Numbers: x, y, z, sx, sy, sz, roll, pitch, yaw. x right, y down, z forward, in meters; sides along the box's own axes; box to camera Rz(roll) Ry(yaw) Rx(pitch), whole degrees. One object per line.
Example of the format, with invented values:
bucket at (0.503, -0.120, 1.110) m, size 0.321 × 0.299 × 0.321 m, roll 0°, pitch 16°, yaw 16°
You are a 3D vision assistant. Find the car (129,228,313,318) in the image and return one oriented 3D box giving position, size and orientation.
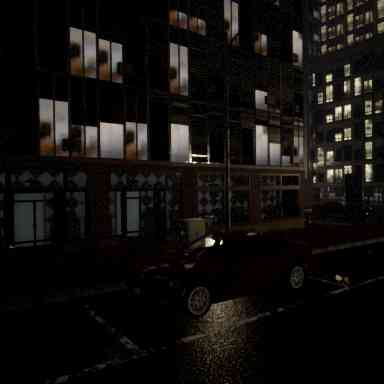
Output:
car at (0.815, 1.543, 7.361) m, size 4.507 × 1.381 × 1.887 m, roll 0°, pitch -1°, yaw -36°

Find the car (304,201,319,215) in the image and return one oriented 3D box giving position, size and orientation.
car at (9.220, 1.451, 31.325) m, size 2.008 × 1.369 × 4.403 m, roll -1°, pitch 1°, yaw -35°

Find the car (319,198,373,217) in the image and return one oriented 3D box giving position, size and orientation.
car at (13.451, 1.491, 29.784) m, size 1.895 × 1.301 × 4.718 m, roll -1°, pitch 1°, yaw -36°
